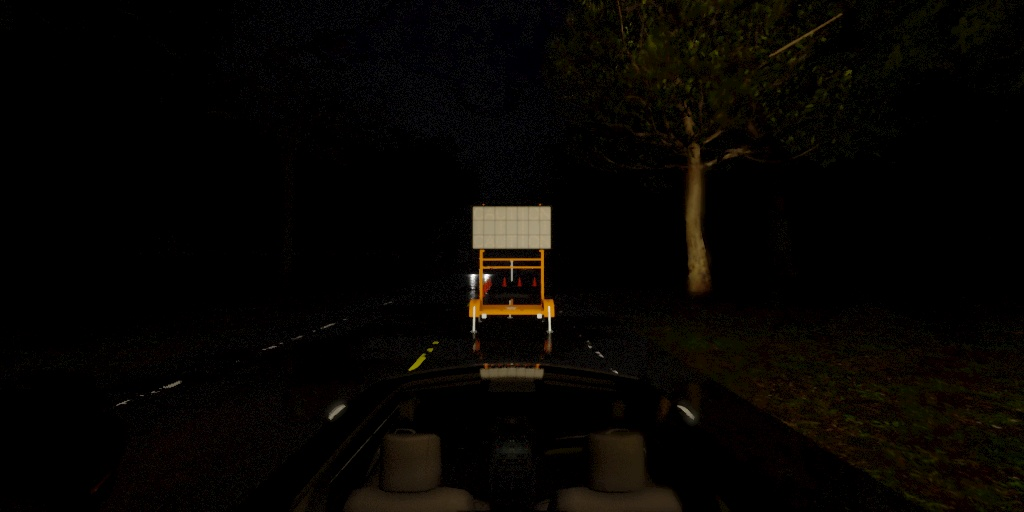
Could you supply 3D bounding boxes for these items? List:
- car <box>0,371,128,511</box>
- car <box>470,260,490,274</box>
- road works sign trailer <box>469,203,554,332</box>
[{"bbox_3d":[-3.599,1.254,0.403,1.837,1.490,4.892,0,0,0],"label":"car"},{"bbox_3d":[-3.615,1.243,41.319,1.837,1.490,4.892,0,0,0],"label":"car"},{"bbox_3d":[-0.005,0.217,10.821,2.380,3.560,2.880,0,0,0],"label":"road works sign trailer"}]
